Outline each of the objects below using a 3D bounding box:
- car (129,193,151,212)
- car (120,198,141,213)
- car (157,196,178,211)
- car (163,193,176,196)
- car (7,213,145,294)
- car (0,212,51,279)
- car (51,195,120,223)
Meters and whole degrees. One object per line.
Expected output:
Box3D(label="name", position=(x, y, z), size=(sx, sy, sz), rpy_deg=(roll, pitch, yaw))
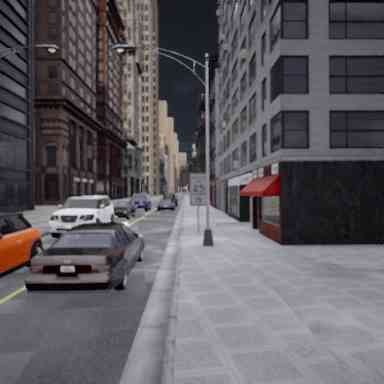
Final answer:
Box3D(label="car", position=(-6.088, 1.177, 39.055), size=(2.150, 2.045, 5.566), rpy_deg=(0, 0, -1))
Box3D(label="car", position=(-5.922, 1.524, 28.320), size=(2.033, 1.411, 5.357), rpy_deg=(0, 0, -1))
Box3D(label="car", position=(-2.983, 1.499, 39.097), size=(1.994, 1.385, 4.181), rpy_deg=(0, 0, -1))
Box3D(label="car", position=(-3.231, 1.135, 49.203), size=(2.150, 2.045, 5.566), rpy_deg=(0, 0, -1))
Box3D(label="car", position=(-2.456, 1.535, 8.941), size=(2.033, 1.411, 5.357), rpy_deg=(0, 0, -1))
Box3D(label="car", position=(-5.544, 1.363, 8.209), size=(2.097, 1.767, 4.553), rpy_deg=(0, 0, -1))
Box3D(label="car", position=(-5.728, 1.215, 18.002), size=(2.150, 2.045, 5.566), rpy_deg=(0, 0, -1))
